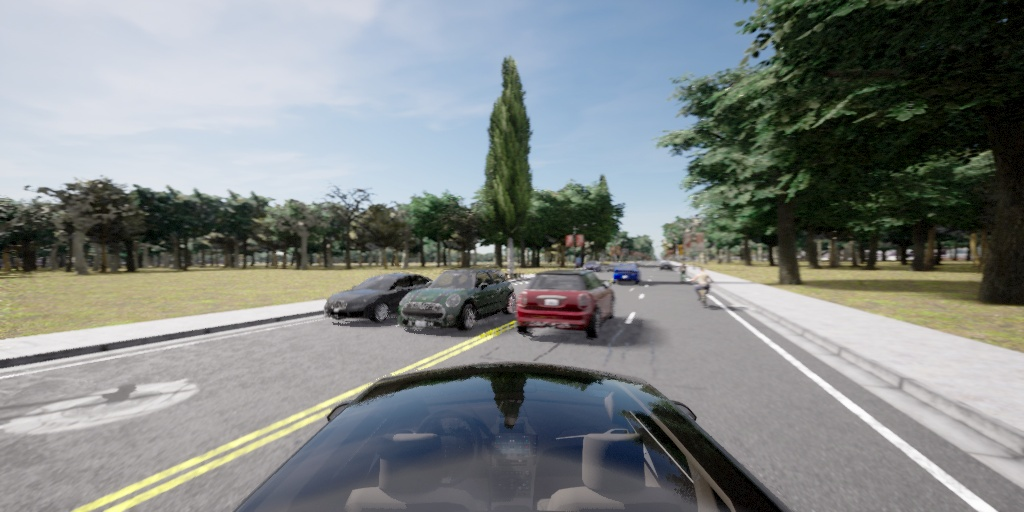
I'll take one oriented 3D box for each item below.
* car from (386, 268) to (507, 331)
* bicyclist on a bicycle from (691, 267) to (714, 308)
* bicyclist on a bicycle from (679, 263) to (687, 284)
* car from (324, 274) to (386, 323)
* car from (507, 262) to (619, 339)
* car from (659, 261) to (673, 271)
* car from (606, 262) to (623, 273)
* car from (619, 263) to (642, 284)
[{"bbox_3d":[-1.583,1.219,11.617,2.097,1.767,4.553,-1,-1,22],"label":"car"},{"bbox_3d":[7.656,1.238,14.391,0.866,1.612,1.509,-1,-1,23],"label":"bicyclist on a bicycle"},{"bbox_3d":[12.820,1.329,26.819,0.582,1.620,1.656,-1,-1,22],"label":"bicyclist on a bicycle"},{"bbox_3d":[-4.447,1.417,13.192,1.837,1.490,4.892,-1,-1,22],"label":"car"},{"bbox_3d":[1.784,1.175,10.731,2.097,1.767,4.553,-1,-1,23],"label":"car"},{"bbox_3d":[24.008,1.586,55.919,1.812,1.442,4.674,-1,-1,23],"label":"car"},{"bbox_3d":[14.472,1.625,50.379,1.812,1.442,4.674,-1,-1,23],"label":"car"},{"bbox_3d":[9.368,1.411,29.051,1.882,1.535,5.008,-1,-1,22],"label":"car"}]
